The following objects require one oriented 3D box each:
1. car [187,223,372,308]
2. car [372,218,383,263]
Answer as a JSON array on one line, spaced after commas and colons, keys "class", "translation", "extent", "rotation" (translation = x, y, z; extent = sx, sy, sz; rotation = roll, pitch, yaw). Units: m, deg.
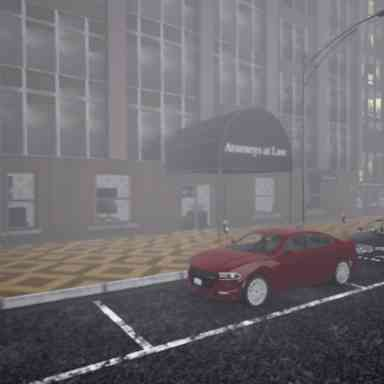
[{"class": "car", "translation": [1.994, 1.515, 7.780], "extent": [4.507, 1.381, 1.887], "rotation": [0, 0, -33]}, {"class": "car", "translation": [6.737, 1.525, 10.913], "extent": [4.403, 1.369, 2.008], "rotation": [0, 0, -33]}]
